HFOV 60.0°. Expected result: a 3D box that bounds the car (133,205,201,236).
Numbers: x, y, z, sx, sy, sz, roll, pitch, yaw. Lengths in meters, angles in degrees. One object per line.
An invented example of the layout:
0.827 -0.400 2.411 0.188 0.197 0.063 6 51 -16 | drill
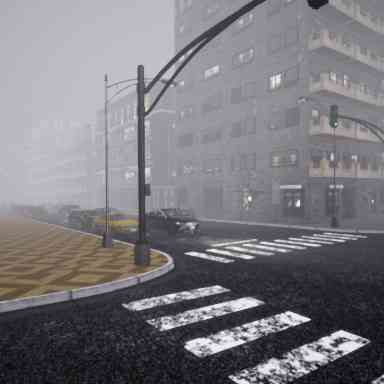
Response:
-1.429 1.775 20.636 2.128 1.511 4.902 -1 -1 -36 | car

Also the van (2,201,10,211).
-31.636 2.434 57.374 1.690 1.788 3.998 -2 0 -36 | van

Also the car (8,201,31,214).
-24.937 2.450 48.259 1.887 1.381 4.507 -2 0 -36 | car

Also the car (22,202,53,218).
-18.245 2.262 39.145 1.887 1.381 4.507 -2 0 -36 | car

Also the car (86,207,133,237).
-4.760 1.866 20.780 1.752 1.417 4.829 -2 0 -36 | car

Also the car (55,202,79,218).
-13.238 2.119 36.741 1.837 1.490 4.892 -1 -1 -36 | car

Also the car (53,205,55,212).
-20.507 2.426 52.029 1.994 1.385 4.181 -1 -1 -36 | car

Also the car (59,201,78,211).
-21.534 2.367 57.778 1.967 1.590 4.097 -2 0 -36 | car

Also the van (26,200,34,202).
-41.615 2.833 85.121 1.690 1.788 3.998 -2 0 -36 | van

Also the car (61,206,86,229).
-8.205 2.002 25.473 1.947 1.339 4.313 -2 0 -36 | car

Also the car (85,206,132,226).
-7.284 1.995 28.610 2.033 1.411 5.357 -1 -1 -37 | car

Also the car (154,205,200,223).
-1.452 1.916 30.434 2.008 1.369 4.403 -2 0 -36 | car

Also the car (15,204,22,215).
-21.590 2.393 43.702 1.802 1.307 4.206 -2 0 -36 | car

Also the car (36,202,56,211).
-26.440 2.520 60.116 2.128 1.511 4.902 -1 -1 -37 | car
